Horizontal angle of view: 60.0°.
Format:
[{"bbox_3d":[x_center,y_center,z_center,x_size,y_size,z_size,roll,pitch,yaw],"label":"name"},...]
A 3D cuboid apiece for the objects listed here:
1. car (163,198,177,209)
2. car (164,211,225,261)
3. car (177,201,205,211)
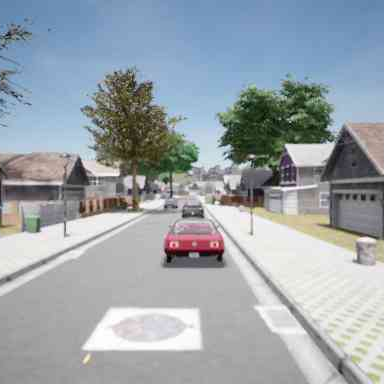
[{"bbox_3d":[-2.851,1.550,45.365,2.033,1.411,5.357,0,0,0],"label":"car"},{"bbox_3d":[0.078,1.606,12.200,1.895,1.301,4.718,0,0,0],"label":"car"},{"bbox_3d":[0.077,1.499,28.836,2.128,1.511,4.902,0,0,0],"label":"car"}]
